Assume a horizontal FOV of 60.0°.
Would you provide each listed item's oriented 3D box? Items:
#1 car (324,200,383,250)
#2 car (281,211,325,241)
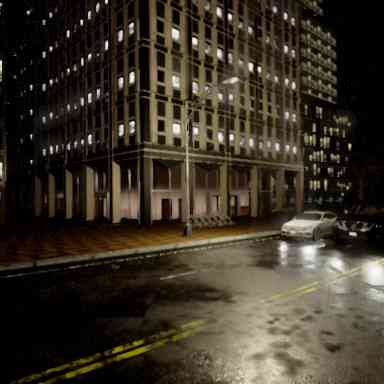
[{"bbox_3d":[8.729,1.403,15.703,5.566,2.045,2.150,0,-1,-42],"label":"car"},{"bbox_3d":[6.794,1.769,18.336,4.674,1.442,1.812,0,-1,-42],"label":"car"}]
